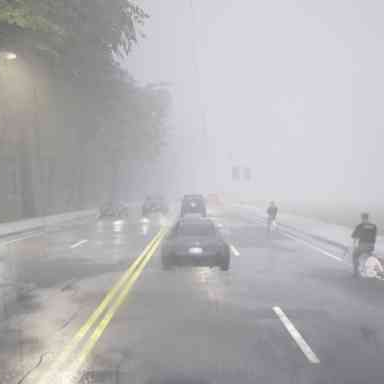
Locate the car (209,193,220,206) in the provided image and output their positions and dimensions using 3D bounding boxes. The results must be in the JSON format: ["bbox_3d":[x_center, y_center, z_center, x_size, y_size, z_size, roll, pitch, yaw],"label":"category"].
[{"bbox_3d":[3.360,1.166,55.385,2.150,2.045,5.566,0,0,0],"label":"car"}]

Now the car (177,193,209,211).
[{"bbox_3d":[0.105,1.179,29.568,2.150,2.045,5.566,0,0,0],"label":"car"}]

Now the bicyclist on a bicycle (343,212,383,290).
[{"bbox_3d":[4.144,1.355,8.186,0.659,1.776,1.843,0,0,0],"label":"bicyclist on a bicycle"}]

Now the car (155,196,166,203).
[{"bbox_3d":[-6.487,1.537,68.983,1.895,1.301,4.718,0,0,0],"label":"car"}]

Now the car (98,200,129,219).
[{"bbox_3d":[-6.590,1.464,28.362,1.837,1.490,4.892,0,0,0],"label":"car"}]

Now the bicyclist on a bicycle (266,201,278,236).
[{"bbox_3d":[4.146,1.342,17.384,0.659,1.776,1.843,0,0,0],"label":"bicyclist on a bicycle"}]

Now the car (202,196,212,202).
[{"bbox_3d":[3.264,1.516,72.456,1.994,1.385,4.181,0,0,0],"label":"car"}]

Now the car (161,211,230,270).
[{"bbox_3d":[0.102,1.544,10.988,1.994,1.385,4.181,0,0,0],"label":"car"}]

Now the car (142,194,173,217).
[{"bbox_3d":[-3.341,1.181,31.402,2.150,2.045,5.566,0,0,0],"label":"car"}]

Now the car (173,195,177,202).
[{"bbox_3d":[-3.237,1.448,70.829,1.812,1.442,4.674,0,0,0],"label":"car"}]
